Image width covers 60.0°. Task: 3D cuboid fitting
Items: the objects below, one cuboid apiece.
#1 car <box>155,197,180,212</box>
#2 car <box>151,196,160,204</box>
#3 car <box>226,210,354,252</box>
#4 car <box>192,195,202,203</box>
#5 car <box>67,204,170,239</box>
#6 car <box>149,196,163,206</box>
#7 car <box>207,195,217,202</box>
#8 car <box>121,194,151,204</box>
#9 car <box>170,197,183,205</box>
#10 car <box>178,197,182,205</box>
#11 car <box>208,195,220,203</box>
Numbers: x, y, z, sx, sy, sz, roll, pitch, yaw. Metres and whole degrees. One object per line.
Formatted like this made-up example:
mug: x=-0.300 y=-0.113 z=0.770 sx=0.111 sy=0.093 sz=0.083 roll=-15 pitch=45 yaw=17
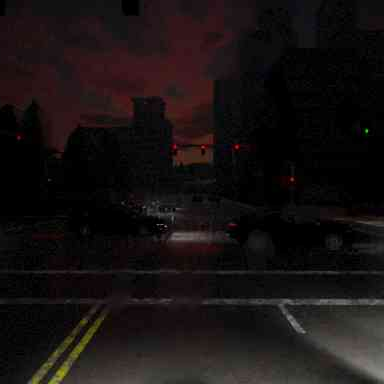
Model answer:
car: x=-2.839 y=1.600 z=39.200 sx=1.895 sy=1.301 sz=4.718 roll=0 pitch=0 yaw=1
car: x=-6.262 y=1.490 z=46.973 sx=2.128 sy=1.511 sz=4.902 roll=0 pitch=0 yaw=1
car: x=3.846 y=1.491 z=13.345 sx=4.902 sy=1.511 sz=2.128 roll=0 pitch=0 yaw=1
car: x=1.033 y=1.350 z=67.436 sx=2.097 sy=1.767 sz=4.553 roll=0 pitch=0 yaw=1
car: x=-3.768 y=1.505 z=16.913 sx=4.892 sy=1.490 sz=1.837 roll=0 pitch=0 yaw=1
car: x=-6.153 y=1.504 z=57.032 sx=1.837 sy=1.490 sz=4.892 roll=0 pitch=0 yaw=0
car: x=4.627 y=1.476 z=77.142 sx=1.882 sy=1.535 sz=5.008 roll=0 pitch=0 yaw=1
car: x=-6.360 y=1.221 z=37.093 sx=2.150 sy=2.045 sz=5.566 roll=0 pitch=0 yaw=1
car: x=-2.635 y=1.546 z=58.326 sx=2.033 sy=1.411 sz=5.357 roll=0 pitch=0 yaw=1
car: x=-2.751 y=1.563 z=48.002 sx=1.994 sy=1.385 sz=4.181 roll=0 pitch=0 yaw=1
car: x=4.636 y=1.546 z=67.319 sx=2.033 sy=1.411 sz=5.357 roll=0 pitch=0 yaw=1
